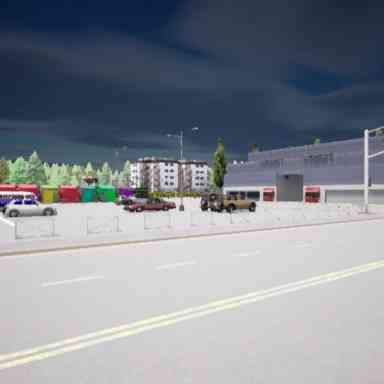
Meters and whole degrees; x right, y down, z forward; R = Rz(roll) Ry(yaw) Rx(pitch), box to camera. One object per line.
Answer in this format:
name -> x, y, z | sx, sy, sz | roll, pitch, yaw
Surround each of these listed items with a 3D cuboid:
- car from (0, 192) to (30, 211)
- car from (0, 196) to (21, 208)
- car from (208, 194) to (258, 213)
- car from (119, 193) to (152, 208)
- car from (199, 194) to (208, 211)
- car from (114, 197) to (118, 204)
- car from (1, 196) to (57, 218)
car -> -23.035, 1.104, 41.003 | 4.605, 1.855, 1.932 | 0, 0, -35
car -> -24.656, 1.314, 43.404 | 3.905, 1.438, 1.784 | 0, 0, -35
car -> 4.250, 1.109, 32.755 | 4.605, 1.855, 1.932 | 0, 0, -35
car -> -8.747, 1.109, 51.143 | 3.866, 1.878, 1.905 | 0, 0, -35
car -> 2.622, 1.111, 35.148 | 3.866, 1.878, 1.905 | 0, 0, -35
car -> -10.411, 1.348, 53.513 | 3.806, 1.475, 1.970 | 0, 0, -35
car -> -13.198, 1.348, 27.264 | 3.806, 1.475, 1.970 | 0, 0, -35
